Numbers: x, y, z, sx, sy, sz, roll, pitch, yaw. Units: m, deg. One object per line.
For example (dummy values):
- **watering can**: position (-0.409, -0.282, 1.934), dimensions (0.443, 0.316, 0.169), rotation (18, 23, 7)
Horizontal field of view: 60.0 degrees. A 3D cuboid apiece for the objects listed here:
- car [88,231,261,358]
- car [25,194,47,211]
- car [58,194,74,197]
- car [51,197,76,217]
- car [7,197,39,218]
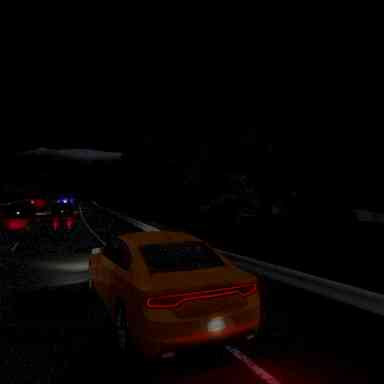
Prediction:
- **car**: position (-0.746, 1.478, 6.315), dimensions (1.882, 1.535, 5.008), rotation (0, 0, -25)
- **car**: position (-18.825, 1.221, 39.942), dimensions (2.150, 2.045, 5.566), rotation (0, 0, -19)
- **car**: position (-15.668, 1.221, 41.355), dimensions (2.150, 2.045, 5.566), rotation (0, 0, -19)
- **car**: position (-12.183, 1.492, 31.479), dimensions (2.128, 1.511, 4.902), rotation (0, 0, -19)
- **car**: position (-15.348, 1.505, 30.064), dimensions (1.837, 1.490, 4.892), rotation (0, 0, -20)
